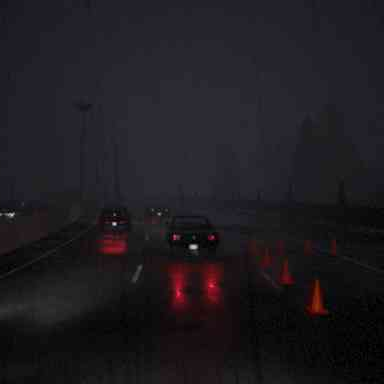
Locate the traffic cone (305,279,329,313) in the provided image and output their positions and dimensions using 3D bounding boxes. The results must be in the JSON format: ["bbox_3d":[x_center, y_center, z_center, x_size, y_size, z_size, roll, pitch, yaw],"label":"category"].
[{"bbox_3d":[2.407,1.979,6.400,0.340,0.580,0.340,0,0,-1],"label":"traffic cone"}]

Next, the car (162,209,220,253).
[{"bbox_3d":[-0.161,1.619,13.818,1.895,1.301,4.718,0,0,-6],"label":"car"}]

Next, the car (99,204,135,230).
[{"bbox_3d":[-4.747,1.506,21.020,1.837,1.490,4.892,1,0,-10],"label":"car"}]

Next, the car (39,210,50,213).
[{"bbox_3d":[-15.081,1.514,32.668,1.994,1.385,4.181,0,0,-19],"label":"car"}]

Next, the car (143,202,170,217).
[{"bbox_3d":[-3.407,1.622,31.136,1.895,1.301,4.718,0,0,-15],"label":"car"}]

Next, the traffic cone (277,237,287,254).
[{"bbox_3d":[3.325,1.993,12.413,0.340,0.580,0.340,0,0,-1],"label":"traffic cone"}]

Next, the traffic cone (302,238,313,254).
[{"bbox_3d":[4.325,2.000,12.427,0.340,0.580,0.340,0,0,-1],"label":"traffic cone"}]

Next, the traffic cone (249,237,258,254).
[{"bbox_3d":[2.325,1.987,12.399,0.340,0.580,0.340,0,0,-1],"label":"traffic cone"}]

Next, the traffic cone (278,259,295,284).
[{"bbox_3d":[2.380,1.982,8.400,0.340,0.580,0.340,0,0,-1],"label":"traffic cone"}]

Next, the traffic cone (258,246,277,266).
[{"bbox_3d":[2.353,1.985,10.400,0.340,0.580,0.340,0,0,-1],"label":"traffic cone"}]

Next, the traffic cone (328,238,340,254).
[{"bbox_3d":[5.325,2.006,12.440,0.340,0.580,0.340,0,0,-1],"label":"traffic cone"}]
